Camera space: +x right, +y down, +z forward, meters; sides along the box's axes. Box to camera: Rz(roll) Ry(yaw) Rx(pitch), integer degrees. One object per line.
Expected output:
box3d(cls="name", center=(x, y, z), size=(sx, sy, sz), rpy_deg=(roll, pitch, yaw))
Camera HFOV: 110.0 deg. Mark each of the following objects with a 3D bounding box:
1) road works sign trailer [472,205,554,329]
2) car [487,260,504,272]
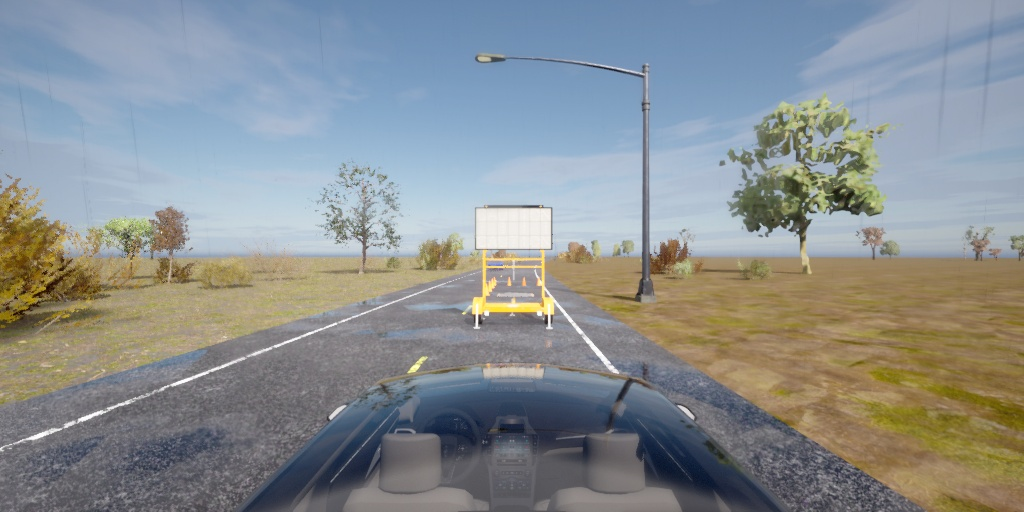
box3d(cls="road works sign trailer", center=(0.054, 0.214, 11.252), size=(2.380, 3.560, 2.880), rpy_deg=(0, 0, 1))
box3d(cls="car", center=(-2.172, 1.219, 47.252), size=(1.882, 1.535, 5.008), rpy_deg=(0, 0, 3))
